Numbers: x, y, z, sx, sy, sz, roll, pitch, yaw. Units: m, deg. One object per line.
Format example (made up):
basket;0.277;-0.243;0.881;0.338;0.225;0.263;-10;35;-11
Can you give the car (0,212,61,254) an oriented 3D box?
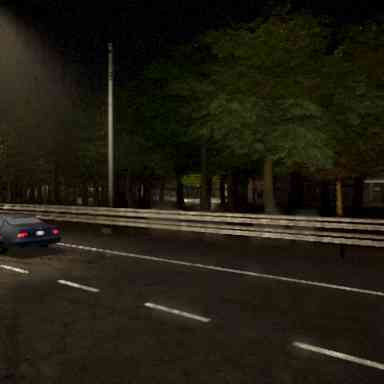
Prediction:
car;-7.577;1.549;13.573;5.357;1.411;2.033;0;0;35
